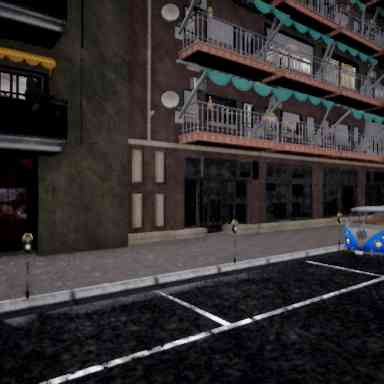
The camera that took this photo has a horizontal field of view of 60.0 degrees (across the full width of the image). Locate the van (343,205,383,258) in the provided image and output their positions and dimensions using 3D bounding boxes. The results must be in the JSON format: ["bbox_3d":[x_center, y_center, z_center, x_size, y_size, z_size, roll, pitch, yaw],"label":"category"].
[{"bbox_3d":[6.844,1.340,11.438,3.998,1.788,1.690,0,0,-36],"label":"van"}]
